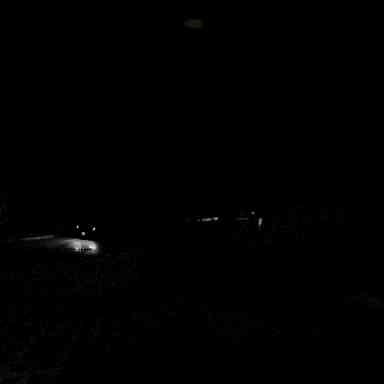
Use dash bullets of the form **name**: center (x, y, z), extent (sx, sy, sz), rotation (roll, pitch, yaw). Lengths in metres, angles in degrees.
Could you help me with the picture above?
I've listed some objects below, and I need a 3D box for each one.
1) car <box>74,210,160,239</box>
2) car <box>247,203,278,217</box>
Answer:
- **car**: center (-4.096, 1.800, 19.471), extent (2.033, 1.411, 5.357), rotation (0, 0, 36)
- **car**: center (7.575, 1.904, 35.542), extent (2.128, 1.511, 4.902), rotation (0, 0, 36)
